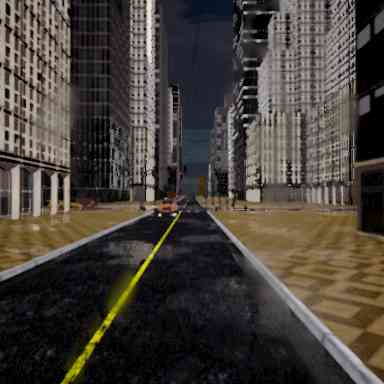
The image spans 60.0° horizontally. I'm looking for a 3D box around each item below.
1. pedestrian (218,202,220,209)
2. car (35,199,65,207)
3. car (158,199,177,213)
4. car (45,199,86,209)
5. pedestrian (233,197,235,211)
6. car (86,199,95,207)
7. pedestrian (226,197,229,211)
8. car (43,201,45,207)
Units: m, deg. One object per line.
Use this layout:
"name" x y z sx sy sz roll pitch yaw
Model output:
"pedestrian" 3.644 1.915 45.327 0.500 1.100 0.500 0 -1 0
"car" -24.871 1.946 58.284 4.403 1.369 2.008 0 -1 -1
"car" -3.010 1.717 41.833 2.097 1.767 4.553 0 0 0
"car" -18.885 1.850 49.771 4.829 1.417 1.752 0 -1 -1
"pedestrian" 5.644 1.619 44.731 0.375 1.860 0.375 0 -1 0
"car" -19.194 1.870 58.408 4.097 1.590 1.967 0 -1 -1
"pedestrian" 4.643 1.556 44.131 0.375 1.860 0.375 0 -1 0
"car" -24.733 1.605 49.711 5.009 1.841 2.192 0 -1 -1
